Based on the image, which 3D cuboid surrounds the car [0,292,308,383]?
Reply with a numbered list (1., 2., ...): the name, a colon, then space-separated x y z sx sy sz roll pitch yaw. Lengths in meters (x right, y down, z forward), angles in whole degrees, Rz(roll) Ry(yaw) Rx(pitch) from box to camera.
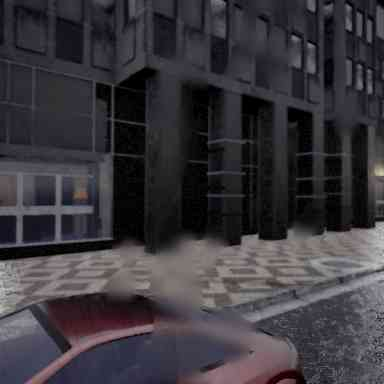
1. car: -0.977 1.601 2.490 4.181 1.385 1.994 1 -1 -37
